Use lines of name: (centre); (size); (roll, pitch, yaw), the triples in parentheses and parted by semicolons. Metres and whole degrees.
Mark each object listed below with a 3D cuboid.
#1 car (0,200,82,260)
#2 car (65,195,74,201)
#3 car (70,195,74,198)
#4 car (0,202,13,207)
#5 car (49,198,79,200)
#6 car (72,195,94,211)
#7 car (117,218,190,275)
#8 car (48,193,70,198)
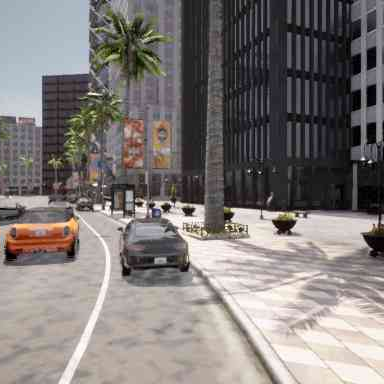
car: (-5.499, 1.348, 12.762); (2.097, 1.767, 4.553); (0, 0, -17)
car: (-32.534, 1.487, 88.208); (2.161, 1.482, 4.786); (0, 0, -23)
car: (-24.413, 1.335, 67.836); (2.185, 1.767, 4.553); (0, 0, -23)
car: (-13.561, 1.481, 24.695); (2.128, 1.511, 4.902); (0, 0, -22)
car: (-10.193, 1.484, 25.704); (2.128, 1.511, 4.902); (0, 0, -22)
car: (-13.162, 1.471, 40.701); (2.231, 1.521, 4.892); (0, 0, -23)
car: (-1.312, 1.525, 10.435); (1.812, 1.442, 4.674); (0, 0, -13)
car: (-17.856, 1.208, 44.206); (2.150, 2.045, 5.566); (0, 0, -22)
